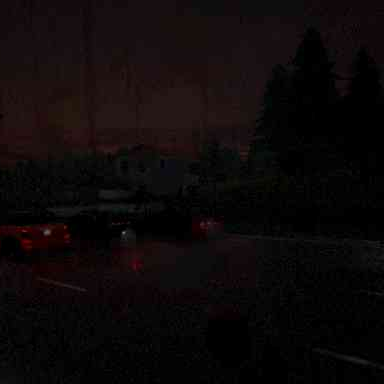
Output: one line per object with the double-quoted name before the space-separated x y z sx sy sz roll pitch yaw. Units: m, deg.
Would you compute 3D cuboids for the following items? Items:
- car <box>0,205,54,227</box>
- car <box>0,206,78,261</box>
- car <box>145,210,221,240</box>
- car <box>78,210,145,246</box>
"car" -13.349 1.812 26.313 5.357 1.411 2.033 -1 0 36
"car" -6.885 1.485 13.131 4.553 1.767 2.097 -1 0 36
"car" -1.129 1.660 17.596 5.357 1.411 2.033 -1 0 36
"car" -4.918 1.626 16.028 4.902 1.511 2.128 -1 0 36
